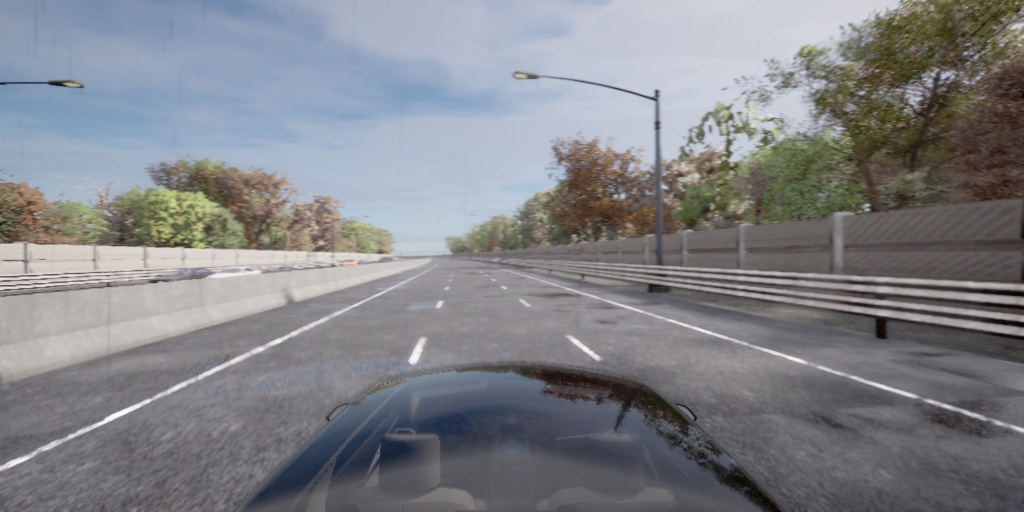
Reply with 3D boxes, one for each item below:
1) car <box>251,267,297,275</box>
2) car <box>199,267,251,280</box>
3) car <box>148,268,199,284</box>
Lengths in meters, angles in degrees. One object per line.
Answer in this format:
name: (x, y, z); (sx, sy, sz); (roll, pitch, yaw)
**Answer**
car: (-17.172, 1.523, 26.954); (1.994, 1.385, 4.181); (-1, 0, -8)
car: (-20.719, 1.539, 27.014); (1.812, 1.442, 4.674); (-1, 0, -8)
car: (-24.243, 1.616, 26.940); (2.033, 1.411, 5.357); (-1, 0, -8)
